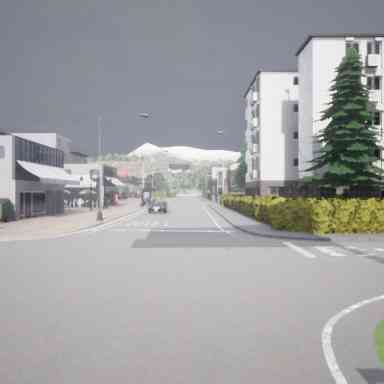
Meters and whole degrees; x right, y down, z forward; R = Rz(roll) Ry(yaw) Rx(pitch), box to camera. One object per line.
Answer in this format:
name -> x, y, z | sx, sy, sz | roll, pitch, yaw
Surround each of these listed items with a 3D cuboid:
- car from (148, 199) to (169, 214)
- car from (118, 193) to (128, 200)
car -> -3.529, 1.490, 35.115 | 2.128, 1.511, 4.902 | 0, 0, 0
car -> -18.998, 1.488, 91.583 | 2.007, 1.523, 4.514 | 0, 0, 0
